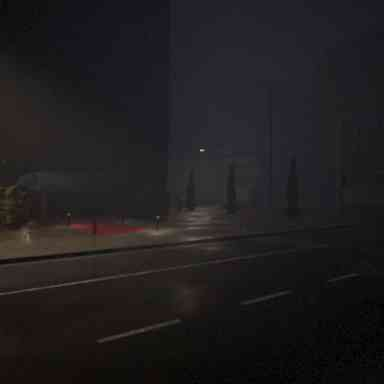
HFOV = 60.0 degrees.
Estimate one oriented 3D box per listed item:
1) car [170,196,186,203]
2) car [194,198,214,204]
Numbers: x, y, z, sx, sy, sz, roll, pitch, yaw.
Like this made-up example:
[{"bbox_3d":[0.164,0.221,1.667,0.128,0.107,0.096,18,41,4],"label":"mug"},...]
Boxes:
[{"bbox_3d":[-3.377,1.659,74.927,2.033,1.411,5.357,0,0,-35],"label":"car"},{"bbox_3d":[2.359,1.813,66.805,1.895,1.301,4.718,0,0,-35],"label":"car"}]
